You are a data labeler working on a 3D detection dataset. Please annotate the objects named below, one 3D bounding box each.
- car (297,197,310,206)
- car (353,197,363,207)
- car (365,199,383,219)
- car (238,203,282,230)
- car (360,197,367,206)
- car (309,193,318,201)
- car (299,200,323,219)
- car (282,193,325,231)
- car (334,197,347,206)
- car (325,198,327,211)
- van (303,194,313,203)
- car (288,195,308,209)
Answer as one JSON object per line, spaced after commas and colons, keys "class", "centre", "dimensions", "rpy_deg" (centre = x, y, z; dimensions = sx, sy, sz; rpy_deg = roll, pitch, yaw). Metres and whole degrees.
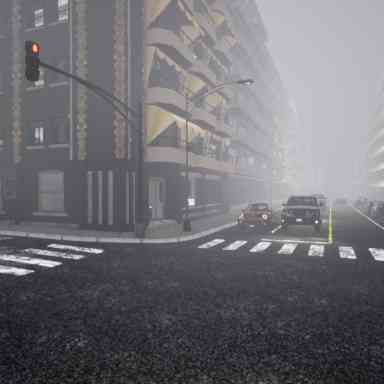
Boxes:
{"class": "car", "centre": [19.323, 1.521, 57.324], "dimensions": [1.752, 1.417, 4.829], "rpy_deg": [0, 0, 23]}
{"class": "car", "centre": [24.954, 1.435, 49.049], "dimensions": [1.967, 1.590, 4.097], "rpy_deg": [0, 0, 23]}
{"class": "car", "centre": [16.281, 1.547, 28.228], "dimensions": [2.008, 1.369, 4.403], "rpy_deg": [0, 0, 23]}
{"class": "car", "centre": [4.210, 1.438, 21.045], "dimensions": [1.967, 1.590, 4.097], "rpy_deg": [0, 0, 23]}
{"class": "car", "centre": [18.449, 1.541, 33.432], "dimensions": [1.887, 1.381, 4.507], "rpy_deg": [0, 0, 23]}
{"class": "car", "centre": [32.398, 1.304, 88.713], "dimensions": [2.192, 1.841, 5.009], "rpy_deg": [0, 0, 23]}
{"class": "car", "centre": [10.957, 1.502, 30.491], "dimensions": [1.837, 1.490, 4.892], "rpy_deg": [0, 0, 23]}
{"class": "car", "centre": [7.065, 1.219, 21.156], "dimensions": [2.150, 2.045, 5.566], "rpy_deg": [0, 0, 23]}
{"class": "car", "centre": [25.130, 1.559, 56.202], "dimensions": [1.994, 1.385, 4.181], "rpy_deg": [0, 0, 23]}
{"class": "car", "centre": [15.092, 1.218, 40.392], "dimensions": [2.150, 2.045, 5.566], "rpy_deg": [0, 0, 23]}
{"class": "van", "centre": [23.725, 1.335, 67.892], "dimensions": [1.690, 1.788, 3.998], "rpy_deg": [0, 0, 23]}
{"class": "car", "centre": [15.051, 1.311, 47.071], "dimensions": [2.192, 1.841, 5.009], "rpy_deg": [0, 0, 23]}
